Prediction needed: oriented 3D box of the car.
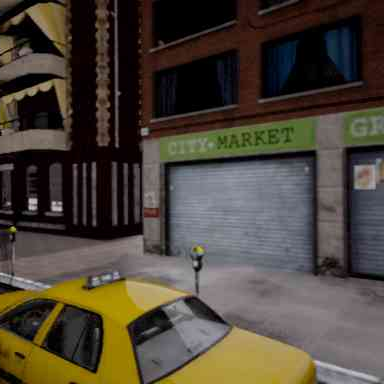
[{"bbox_3d":[-1.149,1.546,3.697,4.829,1.417,1.752,0,-1,36],"label":"car"}]
